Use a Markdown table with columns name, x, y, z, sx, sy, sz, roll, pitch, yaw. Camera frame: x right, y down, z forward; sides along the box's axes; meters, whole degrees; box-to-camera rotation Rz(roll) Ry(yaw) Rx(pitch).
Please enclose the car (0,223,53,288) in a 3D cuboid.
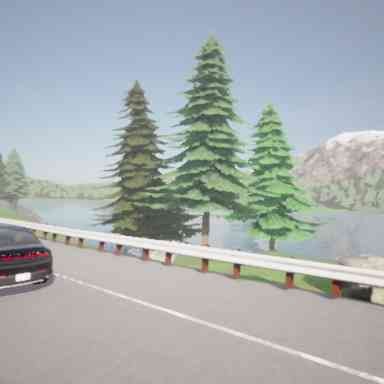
| name | x | y | z | sx | sy | sz | roll | pitch | yaw |
| --- | --- | --- | --- | --- | --- | --- | --- | --- | --- |
| car | -5.475 | 1.584 | 8.760 | 4.892 | 1.490 | 1.837 | 0 | -1 | 41 |
